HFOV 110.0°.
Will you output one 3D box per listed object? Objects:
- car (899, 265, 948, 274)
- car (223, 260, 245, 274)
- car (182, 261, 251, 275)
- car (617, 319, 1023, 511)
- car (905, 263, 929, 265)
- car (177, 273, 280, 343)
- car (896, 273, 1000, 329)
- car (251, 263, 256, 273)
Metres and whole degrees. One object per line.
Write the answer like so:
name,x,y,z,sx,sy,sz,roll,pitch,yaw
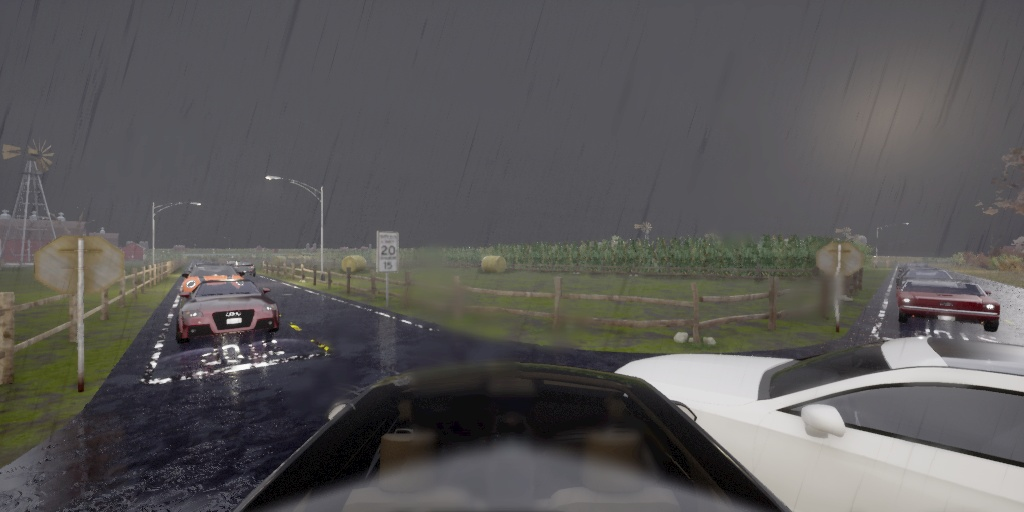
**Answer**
car,20.659,1.353,17.880,5.357,1.411,2.033,0,1,-43
car,-33.546,1.288,43.211,1.837,1.490,4.892,0,0,-41
car,-13.658,1.134,16.451,2.097,1.767,4.553,0,0,-42
car,2.846,1.293,2.320,1.812,1.442,4.674,0,1,-44
car,27.437,1.387,24.110,4.181,1.385,1.994,0,1,-43
car,-7.906,1.352,9.946,1.994,1.385,4.181,0,0,-42
car,13.558,1.392,11.342,4.718,1.301,1.895,0,1,-43
car,-26.852,1.269,35.729,2.128,1.511,4.902,0,0,-41
